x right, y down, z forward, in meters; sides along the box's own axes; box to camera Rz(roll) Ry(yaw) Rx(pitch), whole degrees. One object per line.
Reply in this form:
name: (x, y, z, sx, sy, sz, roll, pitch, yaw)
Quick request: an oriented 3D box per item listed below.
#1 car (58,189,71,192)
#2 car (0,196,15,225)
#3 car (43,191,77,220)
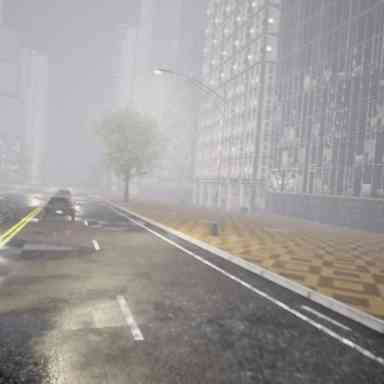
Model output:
car: (-15.809, 0.428, 41.158, 1.882, 1.535, 5.008, 4, 0, -20)
car: (-10.662, 0.877, 17.423, 1.895, 1.301, 4.718, 4, 0, -20)
car: (-8.577, 0.954, 21.694, 1.812, 1.442, 4.674, 4, 0, -20)
